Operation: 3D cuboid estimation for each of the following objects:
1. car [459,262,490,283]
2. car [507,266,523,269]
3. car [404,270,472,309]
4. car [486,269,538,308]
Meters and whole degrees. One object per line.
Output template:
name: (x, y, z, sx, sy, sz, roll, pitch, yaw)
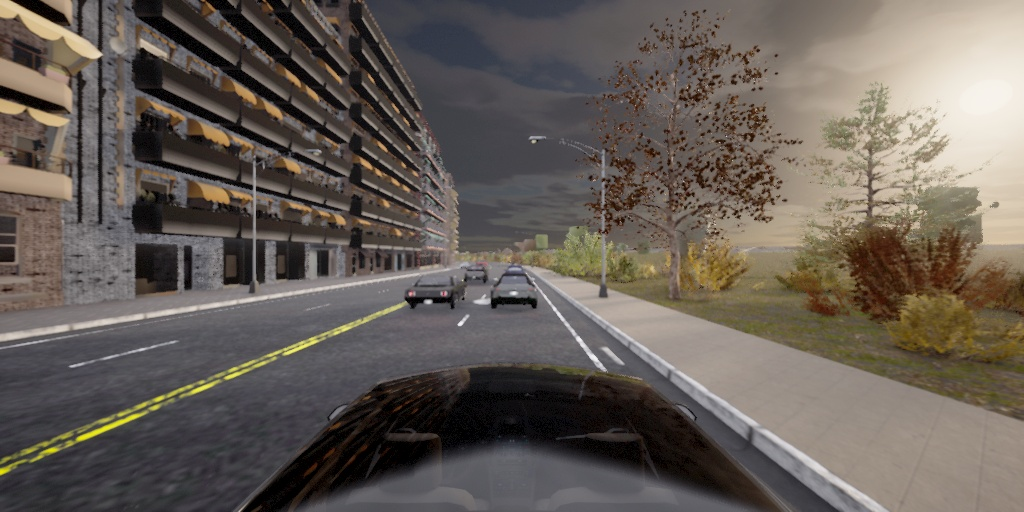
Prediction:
car: (-3.002, 1.520, 31.054, 2.128, 1.511, 4.902, 0, 0, 1)
car: (0.249, 1.556, 31.120, 1.812, 1.442, 4.674, 0, 0, 1)
car: (-3.153, 1.483, 15.859, 1.895, 1.301, 4.718, 0, -1, 1)
car: (0.100, 1.449, 16.010, 1.994, 1.385, 4.181, 0, -1, 1)
